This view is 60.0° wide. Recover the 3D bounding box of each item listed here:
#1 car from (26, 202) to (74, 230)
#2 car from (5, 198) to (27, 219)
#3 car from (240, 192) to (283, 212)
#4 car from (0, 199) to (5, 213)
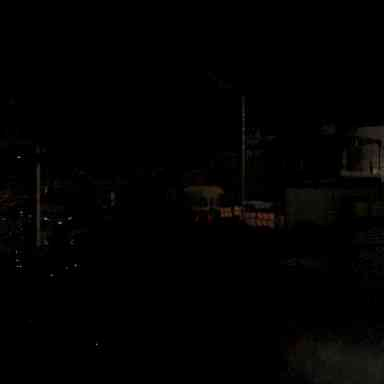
[{"bbox_3d":[-9.018,1.524,21.244,1.812,1.442,4.674,0,0,-36],"label":"car"},{"bbox_3d":[-14.652,1.546,29.110,2.033,1.411,5.357,0,0,-36],"label":"car"},{"bbox_3d":[5.988,0.976,28.157,3.866,1.878,1.905,0,0,-1],"label":"car"},{"bbox_3d":[-20.496,1.477,37.307,1.882,1.535,5.008,0,0,-35],"label":"car"}]
